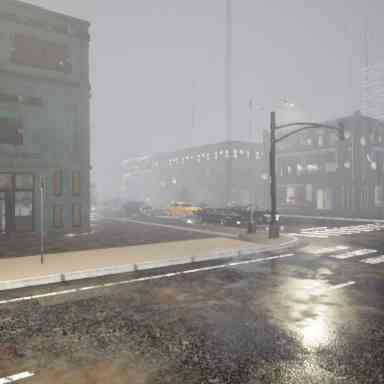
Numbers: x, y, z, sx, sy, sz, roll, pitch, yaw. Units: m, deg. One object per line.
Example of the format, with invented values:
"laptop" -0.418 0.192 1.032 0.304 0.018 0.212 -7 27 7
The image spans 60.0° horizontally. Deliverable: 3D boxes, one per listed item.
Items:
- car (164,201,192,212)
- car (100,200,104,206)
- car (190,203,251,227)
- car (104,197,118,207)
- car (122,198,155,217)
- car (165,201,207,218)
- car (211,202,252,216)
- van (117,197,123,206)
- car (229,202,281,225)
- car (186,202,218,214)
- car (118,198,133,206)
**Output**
"car" -1.970 1.965 46.060 1.802 1.307 4.206 -1 0 -35
"car" -17.677 2.227 68.847 1.887 1.381 4.507 -1 0 -35
"car" 2.046 1.814 25.251 1.947 1.339 4.313 -1 0 -35
"car" -14.542 1.939 64.289 2.192 1.841 5.009 -1 0 -35
"car" -5.732 1.846 36.745 1.967 1.590 4.097 -1 0 -35
"car" -0.898 1.803 34.314 1.882 1.535 5.008 -1 0 -34
"car" 4.311 1.809 36.945 2.008 1.369 4.403 -2 0 -35
"van" -11.400 1.906 59.732 1.690 1.788 3.998 -1 0 -35
"car" 4.787 1.702 26.084 2.128 1.511 4.902 -1 0 -33
"car" 1.170 1.903 41.503 1.802 1.307 4.206 -1 0 -35
"car" -7.679 1.938 44.178 1.882 1.535 5.008 -1 0 -34
